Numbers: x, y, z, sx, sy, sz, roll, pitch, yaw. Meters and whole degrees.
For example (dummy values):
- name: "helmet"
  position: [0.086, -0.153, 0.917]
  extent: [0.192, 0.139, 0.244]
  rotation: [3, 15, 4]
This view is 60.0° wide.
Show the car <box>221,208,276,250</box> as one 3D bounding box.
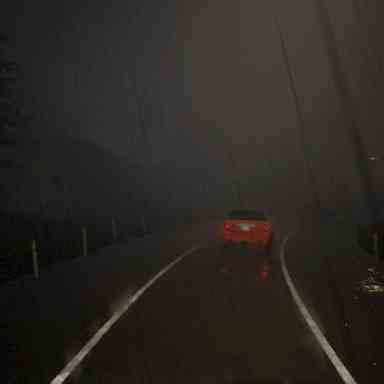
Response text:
- name: "car"
  position: [2.771, 1.522, 15.570]
  extent: [2.097, 1.767, 4.553]
  rotation: [2, 0, 16]

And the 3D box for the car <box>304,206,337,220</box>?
- name: "car"
  position: [13.878, 2.178, 35.663]
  extent: [2.033, 1.411, 5.357]
  rotation: [4, 1, 41]
